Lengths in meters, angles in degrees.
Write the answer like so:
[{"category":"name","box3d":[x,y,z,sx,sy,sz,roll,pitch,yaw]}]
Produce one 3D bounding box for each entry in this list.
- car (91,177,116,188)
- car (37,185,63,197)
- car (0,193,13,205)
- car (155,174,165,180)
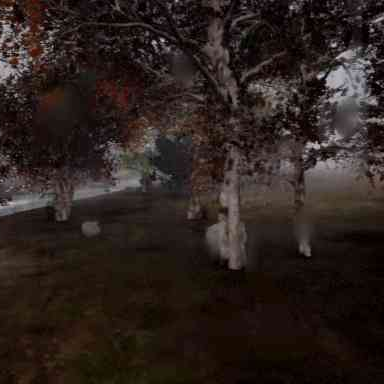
[{"category":"car","box3d":[-13.549,-1.545,51.248,2.128,1.511,4.902,-1,6,18]},{"category":"car","box3d":[-16.682,-0.332,40.319,2.128,1.511,4.902,-1,6,14]},{"category":"car","box3d":[-18.768,0.728,30.328,1.895,1.301,4.718,-1,4,10]},{"category":"car","box3d":[-5.661,-3.050,63.282,1.812,1.442,4.674,-1,6,19]}]
